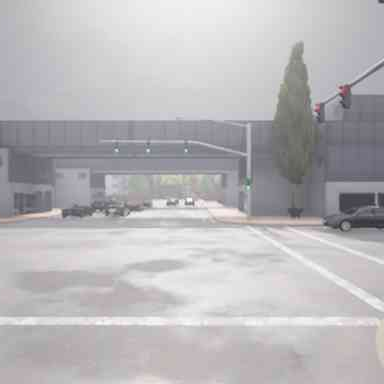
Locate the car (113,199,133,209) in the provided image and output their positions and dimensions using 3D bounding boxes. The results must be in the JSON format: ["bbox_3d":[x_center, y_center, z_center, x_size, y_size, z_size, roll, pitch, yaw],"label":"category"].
[{"bbox_3d":[-11.120,1.944,54.192,2.033,1.411,5.357,0,0,1],"label":"car"}]

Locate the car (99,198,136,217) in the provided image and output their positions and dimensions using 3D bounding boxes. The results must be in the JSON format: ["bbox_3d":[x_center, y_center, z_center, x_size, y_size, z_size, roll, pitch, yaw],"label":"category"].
[{"bbox_3d":[-7.741,1.748,34.983,2.128,1.511,4.902,0,0,2],"label":"car"}]

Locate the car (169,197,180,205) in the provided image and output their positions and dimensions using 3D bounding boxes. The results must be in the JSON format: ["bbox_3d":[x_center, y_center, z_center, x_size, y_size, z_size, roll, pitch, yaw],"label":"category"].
[{"bbox_3d":[-3.907,1.986,73.947,2.128,1.511,4.902,0,0,0],"label":"car"}]

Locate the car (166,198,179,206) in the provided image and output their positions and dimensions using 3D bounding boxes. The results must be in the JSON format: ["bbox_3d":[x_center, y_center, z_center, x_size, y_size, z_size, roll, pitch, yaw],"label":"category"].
[{"bbox_3d":[-3.970,2.018,64.259,2.033,1.411,5.357,0,0,0],"label":"car"}]

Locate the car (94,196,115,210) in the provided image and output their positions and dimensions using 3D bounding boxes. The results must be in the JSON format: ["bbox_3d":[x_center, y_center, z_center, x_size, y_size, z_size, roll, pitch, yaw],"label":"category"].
[{"bbox_3d":[-11.193,1.535,42.791,2.150,2.045,5.566,0,0,0],"label":"car"}]

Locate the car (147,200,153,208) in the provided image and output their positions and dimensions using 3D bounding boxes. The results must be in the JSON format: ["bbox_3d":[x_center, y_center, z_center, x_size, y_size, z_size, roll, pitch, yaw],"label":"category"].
[{"bbox_3d":[-7.616,2.001,54.609,1.895,1.301,4.718,0,0,1],"label":"car"}]

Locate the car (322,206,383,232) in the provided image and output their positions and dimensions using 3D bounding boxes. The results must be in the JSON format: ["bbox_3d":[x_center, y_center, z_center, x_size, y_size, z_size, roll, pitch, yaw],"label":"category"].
[{"bbox_3d":[10.703,1.657,20.736,4.892,1.490,1.837,0,0,1],"label":"car"}]

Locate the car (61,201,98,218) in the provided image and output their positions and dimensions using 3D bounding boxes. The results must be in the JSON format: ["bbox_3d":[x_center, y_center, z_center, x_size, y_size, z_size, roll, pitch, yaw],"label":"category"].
[{"bbox_3d":[-11.267,1.843,33.023,1.895,1.301,4.718,0,0,0],"label":"car"}]

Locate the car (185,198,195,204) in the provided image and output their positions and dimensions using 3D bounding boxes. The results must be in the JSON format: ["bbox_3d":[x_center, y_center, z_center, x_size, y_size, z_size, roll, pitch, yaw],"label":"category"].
[{"bbox_3d":[-0.408,2.004,73.852,1.994,1.385,4.181,0,0,0],"label":"car"}]

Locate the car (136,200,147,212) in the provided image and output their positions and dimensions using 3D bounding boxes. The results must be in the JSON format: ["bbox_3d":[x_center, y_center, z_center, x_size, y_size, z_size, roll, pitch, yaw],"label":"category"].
[{"bbox_3d":[-7.688,1.804,44.488,1.882,1.535,5.008,0,0,0],"label":"car"}]

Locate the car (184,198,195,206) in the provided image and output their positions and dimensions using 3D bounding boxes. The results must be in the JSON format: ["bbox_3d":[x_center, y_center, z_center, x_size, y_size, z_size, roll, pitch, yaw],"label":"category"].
[{"bbox_3d":[-0.462,2.044,65.566,1.994,1.385,4.181,0,0,0],"label":"car"}]
